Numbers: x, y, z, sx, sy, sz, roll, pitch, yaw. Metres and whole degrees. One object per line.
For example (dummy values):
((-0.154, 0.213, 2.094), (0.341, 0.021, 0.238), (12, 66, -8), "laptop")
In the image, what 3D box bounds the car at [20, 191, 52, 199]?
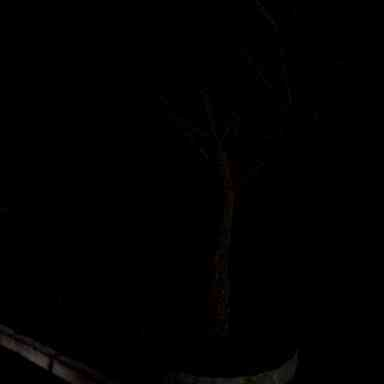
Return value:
((-19.541, 0.921, 41.593), (2.150, 2.045, 5.566), (1, 0, 32), "car")

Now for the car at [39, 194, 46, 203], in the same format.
((-15.624, 1.209, 40.861), (1.882, 1.535, 5.008), (1, 0, 32), "car")
